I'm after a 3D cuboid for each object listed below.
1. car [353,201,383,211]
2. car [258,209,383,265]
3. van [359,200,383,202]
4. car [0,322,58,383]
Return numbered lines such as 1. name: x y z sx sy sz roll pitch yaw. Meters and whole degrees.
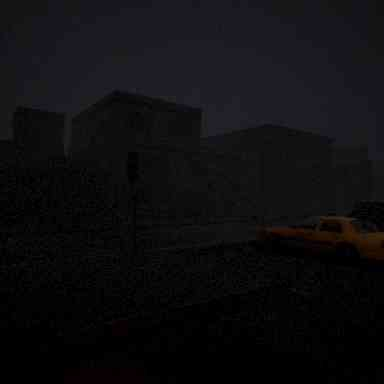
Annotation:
1. car: 7.308 1.413 13.558 2.185 1.767 4.553 1 0 -35
2. car: 4.806 1.510 12.039 1.946 1.575 5.366 1 0 -35
3. van: 9.831 1.351 15.252 1.878 1.987 4.442 1 -1 -35
4. car: -3.077 1.531 1.489 4.674 1.442 1.812 0 0 -35
